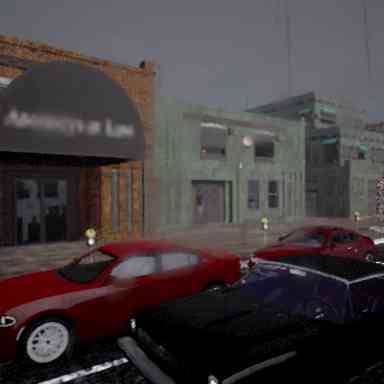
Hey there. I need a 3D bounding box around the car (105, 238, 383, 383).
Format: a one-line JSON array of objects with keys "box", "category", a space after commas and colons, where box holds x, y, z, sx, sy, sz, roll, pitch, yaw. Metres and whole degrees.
[{"box": [1.497, 1.605, 4.444, 4.718, 1.301, 1.895, 0, 0, -35], "category": "car"}]

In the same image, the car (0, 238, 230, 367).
[{"box": [-1.128, 1.547, 5.759, 4.507, 1.381, 1.887, 0, -1, -36], "category": "car"}]

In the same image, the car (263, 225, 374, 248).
[{"box": [3.386, 1.591, 8.979, 4.206, 1.307, 1.802, 0, -1, -36], "category": "car"}]
